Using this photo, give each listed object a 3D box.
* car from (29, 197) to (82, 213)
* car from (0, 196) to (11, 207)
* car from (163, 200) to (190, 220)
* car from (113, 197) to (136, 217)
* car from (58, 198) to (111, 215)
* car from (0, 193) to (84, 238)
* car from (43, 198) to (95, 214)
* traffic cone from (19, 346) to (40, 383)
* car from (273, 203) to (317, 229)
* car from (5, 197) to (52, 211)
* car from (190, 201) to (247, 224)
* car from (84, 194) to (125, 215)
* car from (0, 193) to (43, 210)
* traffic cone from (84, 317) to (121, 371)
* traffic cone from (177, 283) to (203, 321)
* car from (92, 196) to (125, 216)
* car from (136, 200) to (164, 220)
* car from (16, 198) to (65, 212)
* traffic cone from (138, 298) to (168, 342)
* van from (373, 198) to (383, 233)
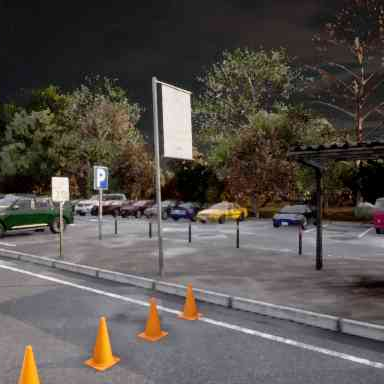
[{"bbox_3d":[-15.580,1.444,38.240,1.946,1.575,5.366,0,0,35],"label":"car"},{"bbox_3d":[-29.204,1.333,47.824,1.946,1.575,5.366,1,0,35],"label":"car"},{"bbox_3d":[0.225,1.504,26.935,2.163,1.488,4.792,0,0,35],"label":"car"},{"bbox_3d":[-4.329,1.469,30.108,2.097,1.535,5.008,0,0,35],"label":"car"},{"bbox_3d":[-11.146,1.461,34.889,2.231,1.521,4.892,0,0,35],"label":"car"},{"bbox_3d":[-8.890,1.221,17.285,2.435,2.045,5.566,0,0,35],"label":"car"},{"bbox_3d":[-13.418,1.455,36.488,2.097,1.535,5.008,0,0,35],"label":"car"},{"bbox_3d":[-1.758,1.957,3.582,0.340,0.580,0.340,0,0,35],"label":"traffic cone"},{"bbox_3d":[7.003,1.513,22.097,2.163,1.488,4.792,0,0,35],"label":"car"},{"bbox_3d":[-20.214,1.452,41.309,2.163,1.488,4.792,0,0,35],"label":"car"},{"bbox_3d":[2.372,1.475,25.162,1.946,1.575,5.366,0,0,35],"label":"car"},{"bbox_3d":[-8.889,1.212,33.274,2.435,2.045,5.566,0,0,35],"label":"car"},{"bbox_3d":[-22.515,1.153,42.857,2.435,2.045,5.566,0,0,35],"label":"car"},{"bbox_3d":[-1.182,1.957,4.398,0.340,0.580,0.340,0,0,35],"label":"traffic cone"},{"bbox_3d":[-0.032,1.957,6.030,0.340,0.580,0.340,0,0,36],"label":"traffic cone"},{"bbox_3d":[-6.600,1.466,31.705,2.097,1.535,5.008,0,0,35],"label":"car"},{"bbox_3d":[-2.058,1.473,28.512,2.231,1.521,4.892,0,0,35],"label":"car"},{"bbox_3d":[-17.971,1.469,39.660,2.163,1.488,4.792,0,0,35],"label":"car"},{"bbox_3d":[-0.607,1.957,5.214,0.340,0.580,0.340,0,0,35],"label":"traffic cone"},{"bbox_3d":[11.627,1.264,19.023,1.878,1.987,4.442,0,0,35],"label":"van"}]
